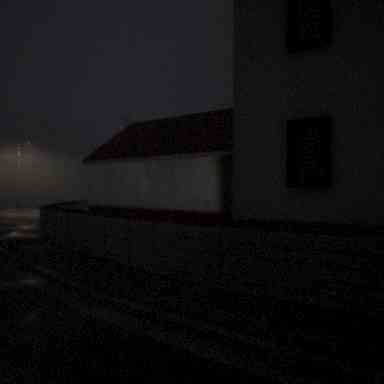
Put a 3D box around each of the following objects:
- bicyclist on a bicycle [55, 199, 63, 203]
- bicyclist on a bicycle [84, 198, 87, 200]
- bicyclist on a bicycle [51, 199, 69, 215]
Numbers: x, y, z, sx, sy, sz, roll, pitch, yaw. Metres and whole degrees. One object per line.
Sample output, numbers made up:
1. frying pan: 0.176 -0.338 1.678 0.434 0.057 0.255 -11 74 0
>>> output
1. bicyclist on a bicycle: -13.187 1.537 32.657 1.656 1.620 0.582 0 0 -4
2. bicyclist on a bicycle: -10.963 1.396 34.133 0.582 1.620 1.656 0 0 6
3. bicyclist on a bicycle: -13.517 1.541 34.072 0.582 1.620 1.656 0 -1 40
